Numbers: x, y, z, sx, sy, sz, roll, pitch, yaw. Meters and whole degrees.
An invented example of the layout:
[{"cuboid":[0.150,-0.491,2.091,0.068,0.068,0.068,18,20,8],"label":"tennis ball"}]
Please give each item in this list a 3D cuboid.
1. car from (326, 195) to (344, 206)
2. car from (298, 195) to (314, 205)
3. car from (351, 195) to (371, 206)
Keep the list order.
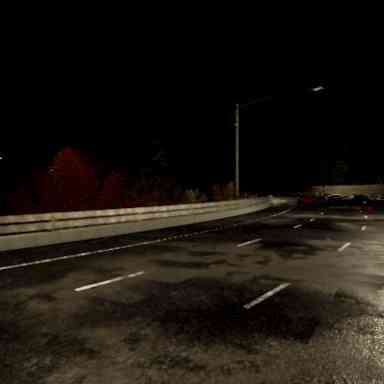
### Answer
[{"cuboid":[19.407,1.162,45.320,2.033,1.411,5.357,0,0,16],"label":"car"},{"cuboid":[16.804,1.152,49.252,1.994,1.385,4.181,0,0,15],"label":"car"},{"cuboid":[22.969,1.136,45.255,1.812,1.442,4.674,0,0,16],"label":"car"}]
